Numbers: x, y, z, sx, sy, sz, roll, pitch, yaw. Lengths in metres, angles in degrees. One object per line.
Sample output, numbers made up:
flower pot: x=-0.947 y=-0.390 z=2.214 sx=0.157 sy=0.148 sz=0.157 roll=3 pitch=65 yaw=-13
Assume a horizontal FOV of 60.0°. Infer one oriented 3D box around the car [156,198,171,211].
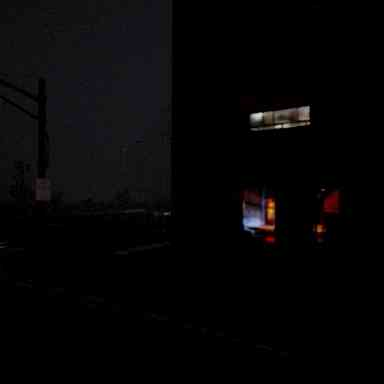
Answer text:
car: x=-2.177 y=1.463 z=40.073 sx=1.882 sy=1.535 sz=5.008 roll=1 pitch=1 yaw=36
